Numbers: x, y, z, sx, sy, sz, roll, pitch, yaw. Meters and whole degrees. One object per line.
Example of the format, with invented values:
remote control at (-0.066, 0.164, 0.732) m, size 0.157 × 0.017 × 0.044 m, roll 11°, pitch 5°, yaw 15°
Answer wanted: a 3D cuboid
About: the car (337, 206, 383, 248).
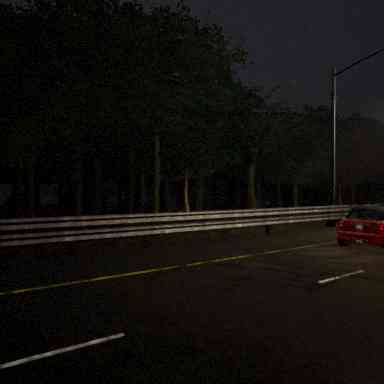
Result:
car at (8.132, 1.368, 13.941) m, size 4.553 × 1.767 × 2.097 m, roll 0°, pitch 0°, yaw -35°
